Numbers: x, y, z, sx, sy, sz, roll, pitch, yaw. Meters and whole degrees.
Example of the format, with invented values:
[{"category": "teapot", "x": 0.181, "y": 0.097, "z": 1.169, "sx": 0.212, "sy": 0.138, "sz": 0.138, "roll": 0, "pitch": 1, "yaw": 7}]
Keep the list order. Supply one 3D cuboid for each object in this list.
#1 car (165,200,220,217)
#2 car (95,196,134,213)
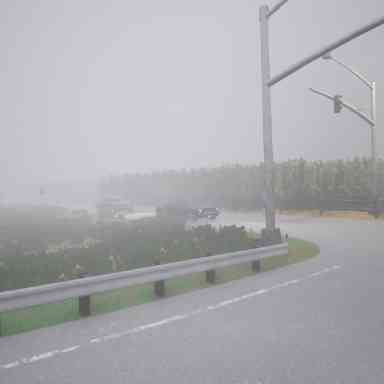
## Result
[{"category": "car", "x": -0.354, "y": 1.177, "z": 22.035, "sx": 1.895, "sy": 1.301, "sz": 4.718, "roll": -3, "pitch": 2, "yaw": -41}, {"category": "car", "x": -7.022, "y": 1.121, "z": 29.834, "sx": 1.837, "sy": 1.490, "sz": 4.892, "roll": -3, "pitch": 2, "yaw": -40}]
